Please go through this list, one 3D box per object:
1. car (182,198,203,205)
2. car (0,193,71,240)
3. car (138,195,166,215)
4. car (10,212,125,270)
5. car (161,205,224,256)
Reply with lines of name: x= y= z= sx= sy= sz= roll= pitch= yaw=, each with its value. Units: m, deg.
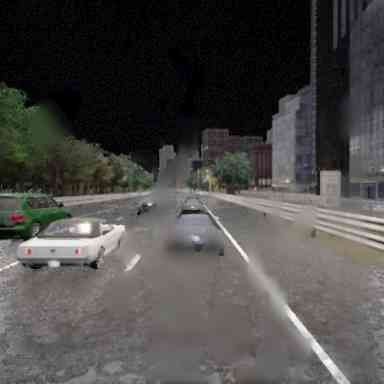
car: x=0.057 y=1.219 z=29.984 sx=1.994 sy=1.385 sz=4.181 roll=0 pitch=1 yaw=0
car: x=-6.918 y=1.049 z=14.067 sx=2.150 sy=2.045 sz=5.566 roll=0 pitch=1 yaw=-1
car: x=-3.438 y=1.015 z=29.257 sx=2.097 sy=1.767 sz=4.553 roll=0 pitch=1 yaw=0
car: x=-3.403 y=1.469 z=10.444 sx=1.895 sy=1.301 sz=4.718 roll=0 pitch=1 yaw=0
car: x=0.097 y=1.407 z=12.476 sx=1.994 sy=1.385 sz=4.181 roll=0 pitch=1 yaw=0
